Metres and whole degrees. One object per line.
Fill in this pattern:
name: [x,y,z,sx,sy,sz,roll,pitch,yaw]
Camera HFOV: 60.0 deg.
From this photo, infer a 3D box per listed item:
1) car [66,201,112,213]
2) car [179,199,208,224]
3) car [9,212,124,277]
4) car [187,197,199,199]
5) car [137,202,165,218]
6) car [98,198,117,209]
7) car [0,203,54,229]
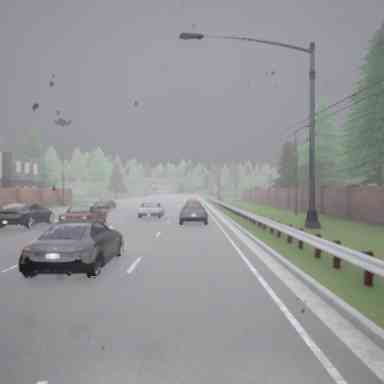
car: [-6.897,1.525,21.673,1.895,1.301,4.718,0,0,0]
car: [0.103,1.481,23.994,1.994,1.385,4.181,0,0,0]
car: [-3.398,1.528,10.116,1.994,1.385,4.181,0,0,0]
car: [0.104,1.333,41.828,1.882,1.535,5.008,0,0,0]
car: [-3.396,1.502,28.345,1.895,1.301,4.718,0,0,0]
car: [-10.396,1.425,39.910,1.994,1.385,4.181,0,0,0]
car: [-10.396,1.432,20.995,1.837,1.490,4.892,0,0,0]
